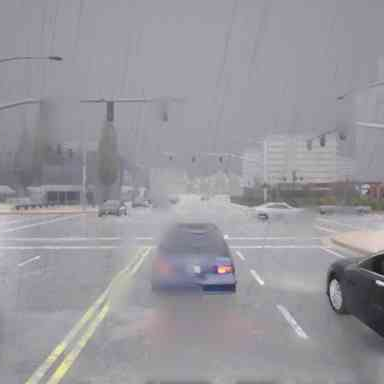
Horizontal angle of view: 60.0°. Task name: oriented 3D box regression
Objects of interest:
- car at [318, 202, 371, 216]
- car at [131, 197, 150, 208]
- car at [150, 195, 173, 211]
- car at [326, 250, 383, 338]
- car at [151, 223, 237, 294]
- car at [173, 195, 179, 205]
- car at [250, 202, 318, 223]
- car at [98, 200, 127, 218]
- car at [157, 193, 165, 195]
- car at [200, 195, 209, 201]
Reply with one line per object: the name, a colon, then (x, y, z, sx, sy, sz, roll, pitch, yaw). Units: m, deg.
car: (14.337, 1.590, 31.831, 4.718, 1.301, 1.895, 0, 0, 1)
car: (-7.259, 1.488, 46.493, 1.837, 1.490, 4.892, 0, 0, 0)
car: (-3.743, 1.492, 41.288, 1.837, 1.490, 4.892, 0, 0, 0)
car: (3.546, 1.503, 4.662, 1.837, 1.490, 4.892, 0, 0, 0)
car: (0.052, 1.544, 8.906, 2.033, 1.411, 5.357, 0, 0, 0)
car: (-3.784, 1.580, 59.129, 1.895, 1.301, 4.718, 0, 0, 0)
car: (6.703, 1.517, 24.936, 4.674, 1.442, 1.812, 0, 1, 17)
car: (-7.207, 1.493, 30.475, 1.837, 1.490, 4.892, 0, 0, 0)
car: (-7.269, 1.186, 77.594, 2.150, 2.045, 5.566, 0, 0, 0)
car: (3.207, 1.524, 84.585, 1.994, 1.385, 4.181, 0, 0, 0)
